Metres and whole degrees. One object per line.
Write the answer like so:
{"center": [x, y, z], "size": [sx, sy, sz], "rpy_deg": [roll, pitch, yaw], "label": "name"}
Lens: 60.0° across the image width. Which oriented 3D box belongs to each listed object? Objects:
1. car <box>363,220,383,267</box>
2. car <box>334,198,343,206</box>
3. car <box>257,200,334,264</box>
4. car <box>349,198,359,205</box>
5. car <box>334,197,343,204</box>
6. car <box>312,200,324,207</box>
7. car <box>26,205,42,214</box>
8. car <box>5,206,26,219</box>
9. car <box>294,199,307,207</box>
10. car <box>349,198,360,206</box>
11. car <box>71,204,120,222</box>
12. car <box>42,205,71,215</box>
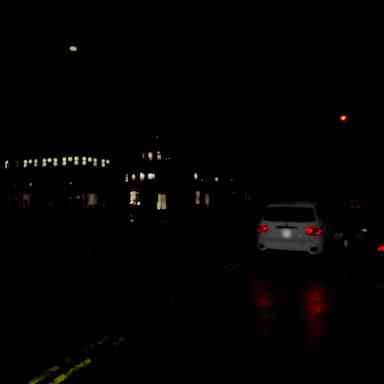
{"center": [7.007, 1.660, 11.364], "size": [2.033, 1.411, 5.357], "rpy_deg": [0, -1, 25], "label": "car"}
{"center": [30.331, 2.166, 69.324], "size": [1.837, 1.490, 4.892], "rpy_deg": [0, -1, 25], "label": "car"}
{"center": [4.068, 1.354, 12.778], "size": [2.150, 2.045, 5.566], "rpy_deg": [0, 0, 25], "label": "car"}
{"center": [37.668, 2.104, 77.406], "size": [2.128, 1.511, 4.902], "rpy_deg": [0, -1, 25], "label": "car"}
{"center": [34.720, 2.074, 78.775], "size": [1.882, 1.535, 5.008], "rpy_deg": [0, -1, 25], "label": "car"}
{"center": [24.339, 2.182, 64.131], "size": [1.994, 1.385, 4.181], "rpy_deg": [0, -1, 25], "label": "car"}
{"center": [-23.012, 2.487, 47.886], "size": [4.206, 1.307, 1.802], "rpy_deg": [-1, 0, 25], "label": "car"}
{"center": [-21.536, 2.262, 37.951], "size": [4.097, 1.590, 1.967], "rpy_deg": [-1, 0, 25], "label": "car"}
{"center": [21.392, 2.199, 65.500], "size": [1.994, 1.385, 4.181], "rpy_deg": [0, -1, 25], "label": "car"}
{"center": [33.468, 2.249, 68.360], "size": [1.895, 1.301, 4.718], "rpy_deg": [0, -1, 25], "label": "car"}
{"center": [-9.007, 2.157, 31.983], "size": [4.313, 1.339, 1.947], "rpy_deg": [-1, 0, 25], "label": "car"}
{"center": [-17.996, 2.396, 45.549], "size": [4.206, 1.307, 1.802], "rpy_deg": [-1, 0, 25], "label": "car"}
